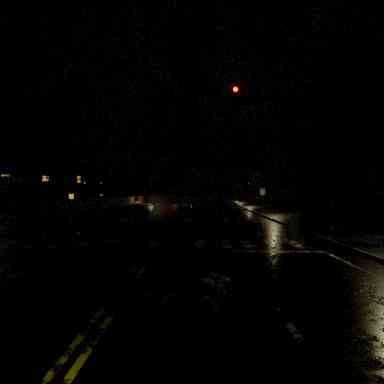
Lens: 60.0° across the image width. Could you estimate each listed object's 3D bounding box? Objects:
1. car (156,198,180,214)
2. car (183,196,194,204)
[{"bbox_3d":[-2.493,1.389,35.311,2.097,1.767,4.553,0,0,2],"label":"car"},{"bbox_3d":[-0.727,1.633,66.166,1.837,1.490,4.892,0,0,4],"label":"car"}]
